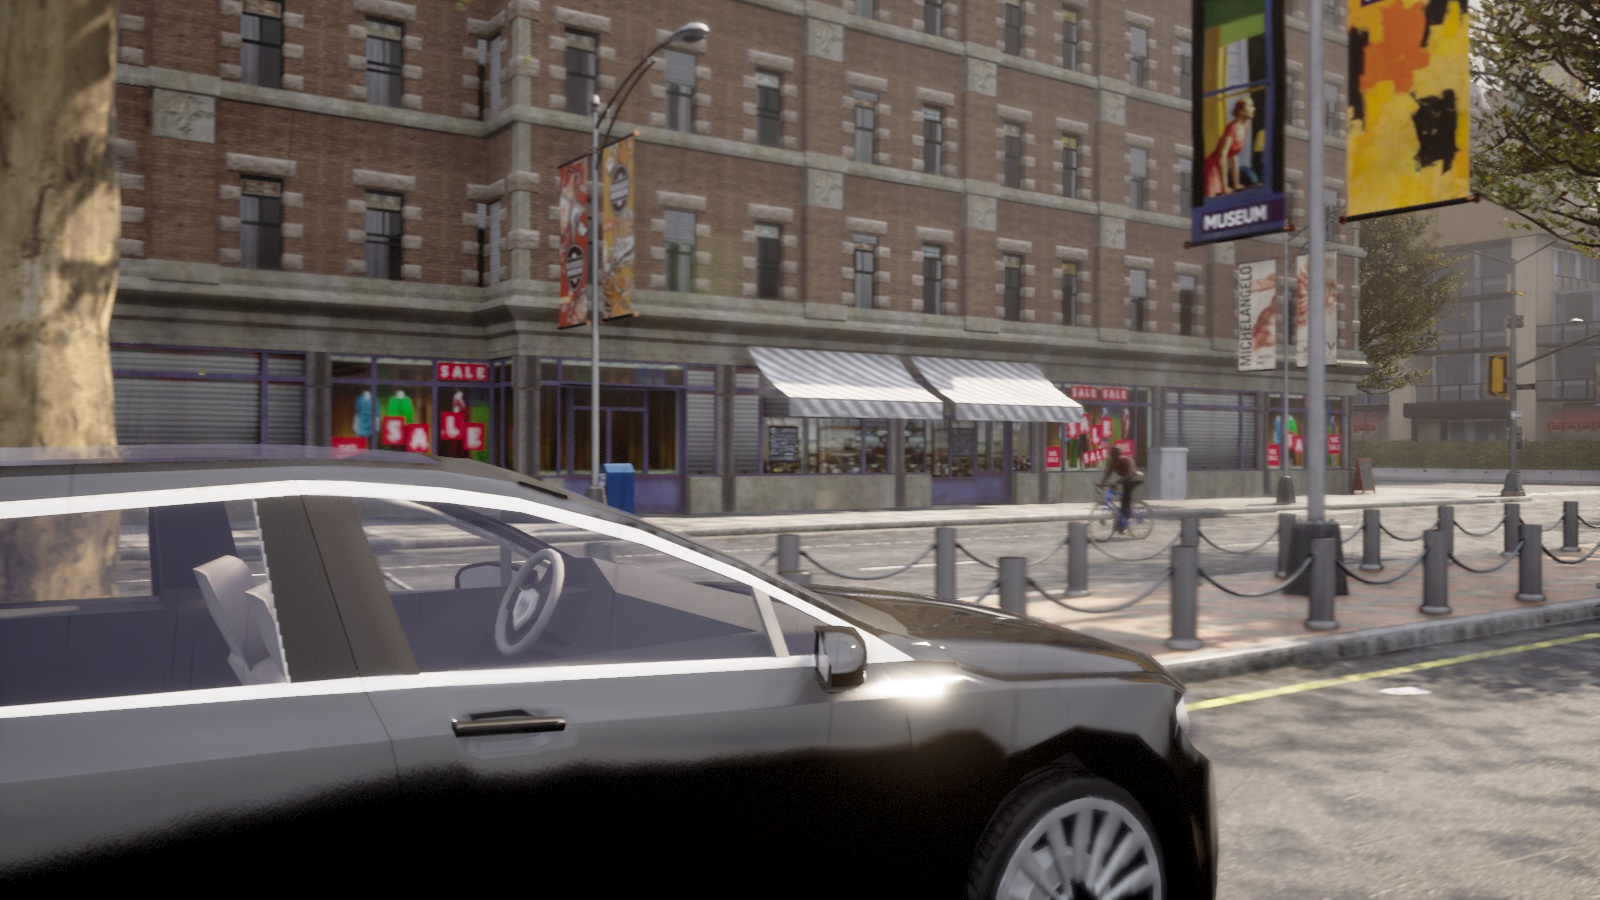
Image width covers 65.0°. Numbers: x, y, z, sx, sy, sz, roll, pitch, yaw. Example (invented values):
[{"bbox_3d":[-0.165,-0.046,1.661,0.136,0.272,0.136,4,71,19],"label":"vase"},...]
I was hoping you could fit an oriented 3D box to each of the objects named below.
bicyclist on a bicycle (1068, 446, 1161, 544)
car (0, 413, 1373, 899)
[{"bbox_3d":[5.380,0.739,21.415,1.656,1.620,0.582,0,0,-35],"label":"bicyclist on a bicycle"},{"bbox_3d":[-1.044,0.710,2.932,4.902,1.511,2.128,0,0,-35],"label":"car"}]
